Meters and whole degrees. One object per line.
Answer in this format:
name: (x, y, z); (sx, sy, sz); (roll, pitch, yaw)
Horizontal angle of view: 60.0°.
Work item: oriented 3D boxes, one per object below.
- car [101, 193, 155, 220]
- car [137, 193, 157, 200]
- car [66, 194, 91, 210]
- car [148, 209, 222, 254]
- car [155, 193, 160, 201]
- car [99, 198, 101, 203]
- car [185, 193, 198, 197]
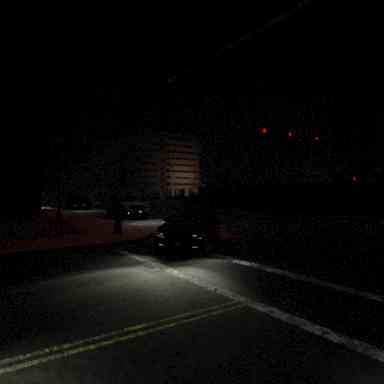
car: (-5.672, 1.220, 28.834); (2.150, 2.045, 5.566); (0, 0, -34)
car: (-11.404, 1.153, 83.910); (4.605, 1.855, 1.932); (0, 0, -34)
car: (-14.775, 1.224, 43.092); (2.150, 2.045, 5.566); (0, 0, -32)
car: (0.051, 1.478, 13.780); (1.882, 1.535, 5.008); (2, 0, 13)
car: (-9.827, 1.156, 81.483); (3.866, 1.878, 1.905); (0, 0, -34)
car: (-17.252, 1.526, 66.768); (1.812, 1.442, 4.674); (0, 0, -33)
car: (1.207, 1.156, 65.255); (3.866, 1.878, 1.905); (0, 0, -34)
